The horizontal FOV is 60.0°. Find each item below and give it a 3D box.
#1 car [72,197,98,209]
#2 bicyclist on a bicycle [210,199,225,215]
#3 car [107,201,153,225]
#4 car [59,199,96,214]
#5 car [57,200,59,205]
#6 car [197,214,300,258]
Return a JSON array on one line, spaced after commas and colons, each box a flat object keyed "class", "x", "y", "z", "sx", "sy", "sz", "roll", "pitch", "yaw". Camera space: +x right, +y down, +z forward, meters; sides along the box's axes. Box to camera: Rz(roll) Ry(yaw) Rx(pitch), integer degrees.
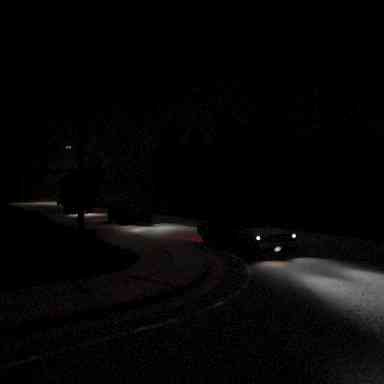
[{"class": "car", "x": -14.646, "y": 1.462, "z": 45.400, "sx": 2.128, "sy": 1.511, "sz": 4.902, "roll": 0, "pitch": 0, "yaw": -34}, {"class": "bicyclist on a bicycle", "x": 2.178, "y": 1.346, "z": 27.157, "sx": 1.656, "sy": 1.620, "sz": 0.582, "roll": 22, "pitch": -28, "yaw": -26}, {"class": "car", "x": -4.558, "y": 1.441, "z": 24.058, "sx": 1.882, "sy": 1.535, "sz": 5.008, "roll": 0, "pitch": 0, "yaw": -33}, {"class": "car", "x": -12.176, "y": 1.518, "z": 35.339, "sx": 2.033, "sy": 1.411, "sz": 5.357, "roll": 0, "pitch": 0, "yaw": -34}, {"class": "car", "x": -20.454, "y": 1.517, "z": 53.809, "sx": 2.033, "sy": 1.411, "sz": 5.357, "roll": 0, "pitch": 0, "yaw": -34}, {"class": "car", "x": 1.948, "y": 1.565, "z": 12.927, "sx": 1.895, "sy": 1.301, "sz": 4.718, "roll": 0, "pitch": 0, "yaw": -23}]
